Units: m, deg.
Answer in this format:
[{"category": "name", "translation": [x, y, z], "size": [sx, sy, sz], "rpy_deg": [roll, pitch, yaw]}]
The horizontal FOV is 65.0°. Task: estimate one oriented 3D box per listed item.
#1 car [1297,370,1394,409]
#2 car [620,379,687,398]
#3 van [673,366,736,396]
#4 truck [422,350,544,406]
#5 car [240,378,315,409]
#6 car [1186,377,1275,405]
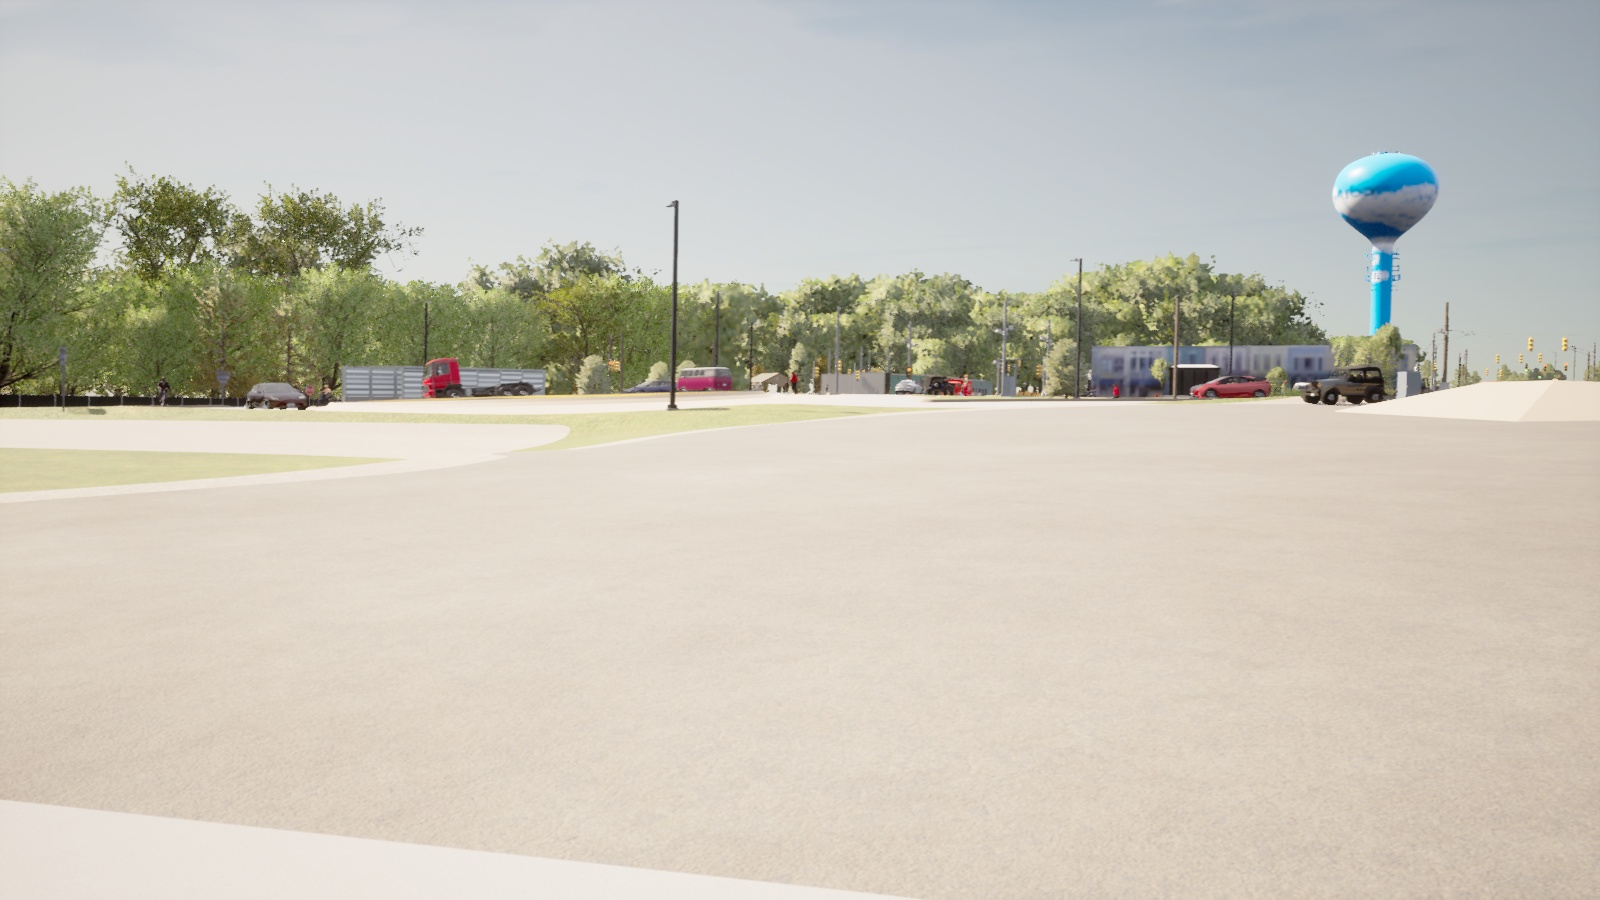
[{"category": "car", "translation": [26.609, -2.956, 61.304], "size": [3.866, 1.878, 1.905], "rpy_deg": [0, 4, -9]}, {"category": "car", "translation": [-11.482, -4.827, 98.384], "size": [4.792, 1.488, 2.163], "rpy_deg": [-2, 4, -28]}, {"category": "van", "translation": [-6.750, -4.850, 88.497], "size": [4.442, 1.987, 1.775], "rpy_deg": [1, 1, 41]}, {"category": "truck", "translation": [-22.969, -5.230, 91.114], "size": [7.936, 3.462, 2.891], "rpy_deg": [-5, 0, -27]}, {"category": "car", "translation": [-27.237, -2.967, 65.367], "size": [2.163, 1.488, 4.792], "rpy_deg": [-4, 5, -40]}, {"category": "car", "translation": [25.346, -3.459, 74.024], "size": [4.514, 1.525, 2.007], "rpy_deg": [1, 1, 0]}]
